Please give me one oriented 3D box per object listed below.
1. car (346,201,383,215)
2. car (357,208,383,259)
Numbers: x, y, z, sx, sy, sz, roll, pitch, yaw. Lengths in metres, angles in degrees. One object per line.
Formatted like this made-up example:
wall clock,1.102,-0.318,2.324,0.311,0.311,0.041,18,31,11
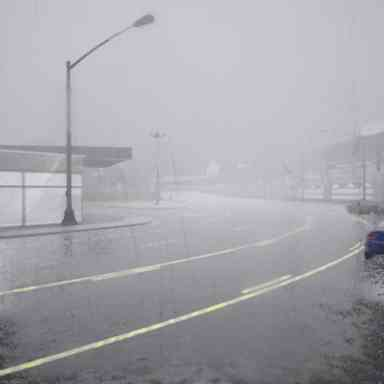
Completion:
car,15.633,1.491,30.350,1.895,1.301,4.718,0,0,10
car,7.275,1.477,11.414,1.812,1.442,4.674,0,0,39
